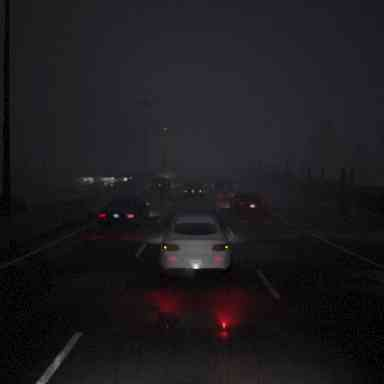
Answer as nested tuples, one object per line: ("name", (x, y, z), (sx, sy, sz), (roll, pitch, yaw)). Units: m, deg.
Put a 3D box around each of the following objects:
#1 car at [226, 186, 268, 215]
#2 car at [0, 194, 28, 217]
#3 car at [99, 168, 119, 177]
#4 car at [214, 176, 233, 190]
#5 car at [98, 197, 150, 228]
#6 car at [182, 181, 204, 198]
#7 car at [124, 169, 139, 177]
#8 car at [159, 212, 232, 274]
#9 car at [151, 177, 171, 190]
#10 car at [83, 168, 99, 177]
("car", (3.590, 0.634, 21.738), (1.994, 1.385, 4.181), (0, 5, 0))
("car", (-10.607, 0.893, 17.908), (1.812, 1.442, 4.674), (0, 4, 0))
("car", (-14.082, -3.475, 58.371), (2.128, 1.511, 4.902), (0, 6, 1))
("car", (3.583, -1.108, 37.740), (1.812, 1.442, 4.674), (0, 6, 0))
("car", (-3.407, 0.948, 17.414), (2.033, 1.411, 5.357), (0, 4, 0))
("car", (0.086, -0.301, 30.801), (2.033, 1.411, 5.357), (0, 6, 0))
("car", (-10.581, -3.365, 58.372), (1.895, 1.301, 4.718), (0, 6, 1))
("car", (0.088, 1.330, 9.835), (1.812, 1.442, 4.674), (0, 3, 0))
("car", (-3.417, -1.023, 37.323), (1.994, 1.385, 4.181), (0, 6, 0))
("car", (-17.577, -3.476, 58.377), (2.128, 1.511, 4.902), (0, 6, 1))
